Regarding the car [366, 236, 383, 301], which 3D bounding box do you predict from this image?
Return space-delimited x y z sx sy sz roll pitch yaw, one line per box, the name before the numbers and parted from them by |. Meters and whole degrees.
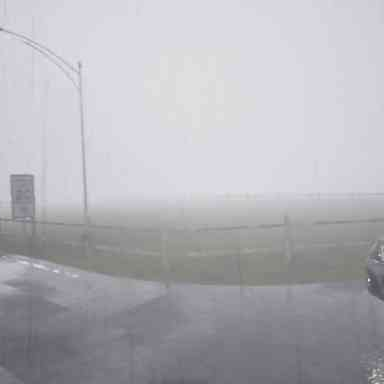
car | 5.668 0.967 6.253 5.566 2.045 2.150 -3 3 -32
